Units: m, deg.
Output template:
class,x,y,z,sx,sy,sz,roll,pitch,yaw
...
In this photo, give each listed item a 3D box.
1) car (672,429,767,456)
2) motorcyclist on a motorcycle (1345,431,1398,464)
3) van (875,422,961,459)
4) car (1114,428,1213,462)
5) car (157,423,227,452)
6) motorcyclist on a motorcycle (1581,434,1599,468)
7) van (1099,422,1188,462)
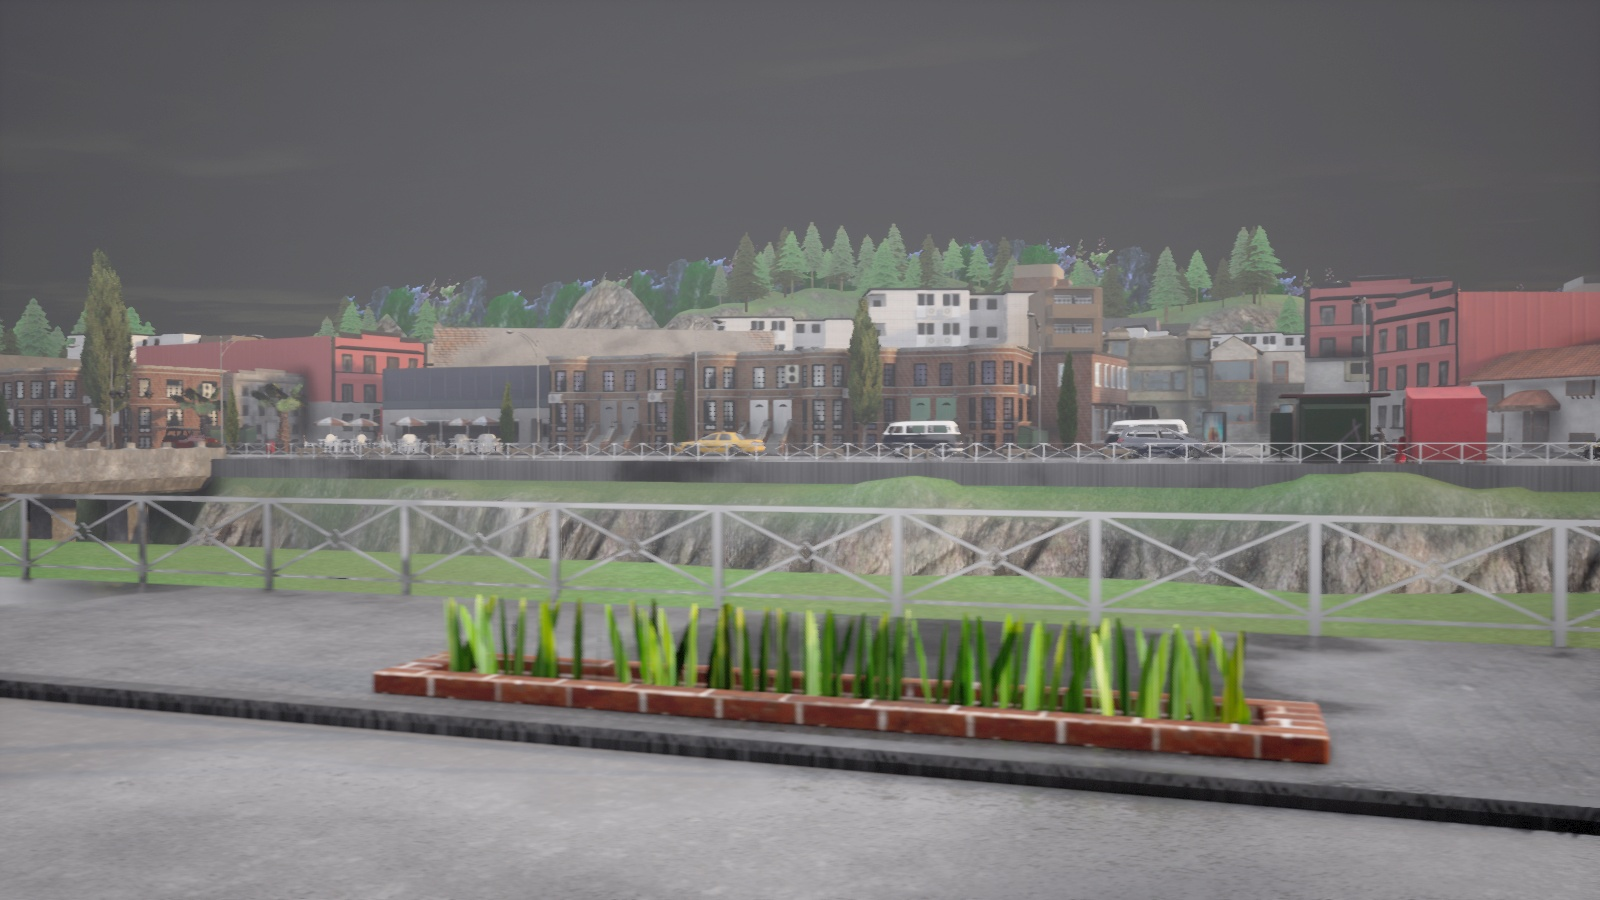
class,x,y,z,sx,sy,sz,roll,pitch,yaw
car,-4.796,-0.448,74.638,5.366,1.575,1.801,1,1,19
motorcyclist on a motorcycle,28.821,-0.129,63.340,2.350,1.649,0.766,0,1,19
van,6.673,-0.558,70.779,4.480,2.038,2.069,1,1,19
car,18.162,-0.265,62.701,4.611,1.667,2.242,1,1,19
car,-39.790,-0.843,82.177,3.866,1.878,1.905,1,1,19
motorcyclist on a motorcycle,36.477,0.040,56.547,2.044,1.523,0.797,1,1,19
van,18.298,-0.452,66.872,4.480,2.038,2.069,1,1,19
